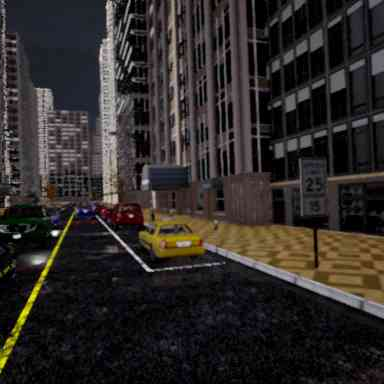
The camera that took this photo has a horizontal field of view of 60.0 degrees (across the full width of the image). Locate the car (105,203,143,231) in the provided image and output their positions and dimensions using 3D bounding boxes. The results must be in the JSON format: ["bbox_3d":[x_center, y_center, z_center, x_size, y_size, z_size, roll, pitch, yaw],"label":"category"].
[{"bbox_3d":[-4.755,1.718,24.105,2.192,1.841,5.009,-1,-1,-19],"label":"car"}]

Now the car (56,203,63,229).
[{"bbox_3d":[-11.654,2.008,26.495,2.097,1.767,4.553,-2,-1,-18],"label":"car"}]

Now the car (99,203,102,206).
[{"bbox_3d":[-10.118,2.349,40.147,1.802,1.307,4.206,-1,-1,-19],"label":"car"}]

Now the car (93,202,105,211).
[{"bbox_3d":[-17.282,2.689,61.544,1.967,1.590,4.097,-1,-1,-19],"label":"car"}]

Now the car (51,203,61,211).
[{"bbox_3d":[-30.585,3.275,74.899,1.967,1.590,4.097,-1,-1,-19],"label":"car"}]

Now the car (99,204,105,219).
[{"bbox_3d":[-8.329,2.191,34.799,1.887,1.381,4.507,-1,-1,-19],"label":"car"}]

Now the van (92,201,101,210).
[{"bbox_3d":[-20.864,2.830,72.242,1.690,1.788,3.998,-1,-1,-19],"label":"van"}]

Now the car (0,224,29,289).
[{"bbox_3d":[-5.371,1.773,7.694,2.033,1.411,5.357,-2,-1,-19],"label":"car"}]

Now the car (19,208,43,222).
[{"bbox_3d":[-18.049,2.575,37.447,1.802,1.307,4.206,-1,-1,-19],"label":"car"}]

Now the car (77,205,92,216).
[{"bbox_3d":[-15.402,2.625,47.472,1.895,1.301,4.718,-2,-1,-18],"label":"car"}]

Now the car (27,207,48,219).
[{"bbox_3d":[-19.840,2.659,42.798,1.887,1.381,4.507,-1,-1,-19],"label":"car"}]

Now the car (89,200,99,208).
[{"bbox_3d":[-24.445,3.042,82.940,2.192,1.841,5.009,-1,-1,-19],"label":"car"}]

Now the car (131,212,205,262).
[{"bbox_3d":[-0.994,1.669,12.762,1.752,1.417,4.829,-1,-1,-19],"label":"car"}]

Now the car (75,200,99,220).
[{"bbox_3d":[-11.945,2.144,37.264,2.097,1.767,4.553,-2,-1,-18],"label":"car"}]

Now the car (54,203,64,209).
[{"bbox_3d":[-34.164,3.623,85.597,2.008,1.369,4.403,-1,-1,-19],"label":"car"}]

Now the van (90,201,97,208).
[{"bbox_3d":[-26.234,3.187,88.289,1.690,1.788,3.998,-1,-1,-19],"label":"van"}]

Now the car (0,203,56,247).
[{"bbox_3d":[-8.602,1.668,17.328,2.150,2.045,5.566,-2,-1,-19],"label":"car"}]

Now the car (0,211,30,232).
[{"bbox_3d":[-14.469,2.301,26.748,2.008,1.369,4.403,-1,-1,-19],"label":"car"}]
